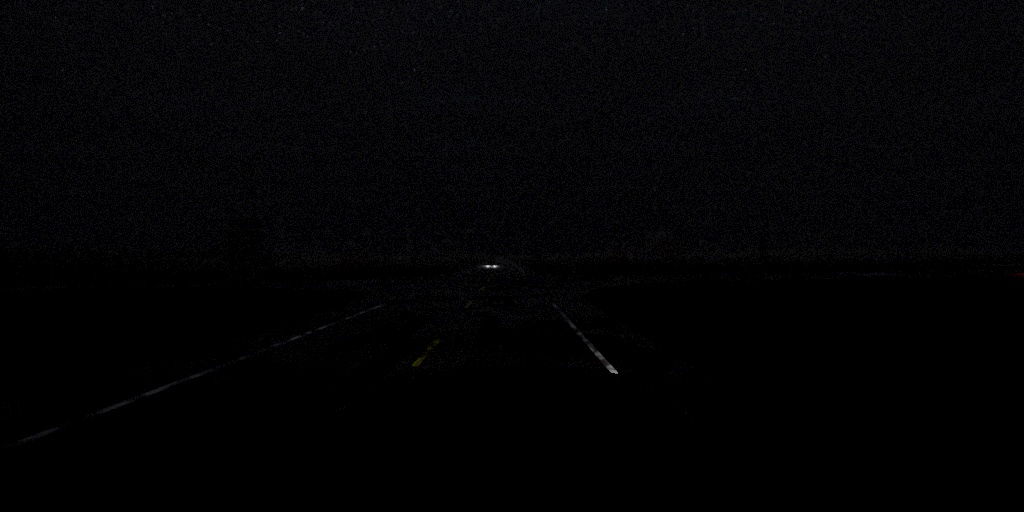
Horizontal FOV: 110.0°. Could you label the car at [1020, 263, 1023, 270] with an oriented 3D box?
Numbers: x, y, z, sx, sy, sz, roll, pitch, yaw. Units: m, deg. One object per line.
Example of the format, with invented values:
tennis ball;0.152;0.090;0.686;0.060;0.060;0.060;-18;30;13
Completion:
car;43.549;0.709;28.250;4.718;1.301;1.895;-1;0;-1
